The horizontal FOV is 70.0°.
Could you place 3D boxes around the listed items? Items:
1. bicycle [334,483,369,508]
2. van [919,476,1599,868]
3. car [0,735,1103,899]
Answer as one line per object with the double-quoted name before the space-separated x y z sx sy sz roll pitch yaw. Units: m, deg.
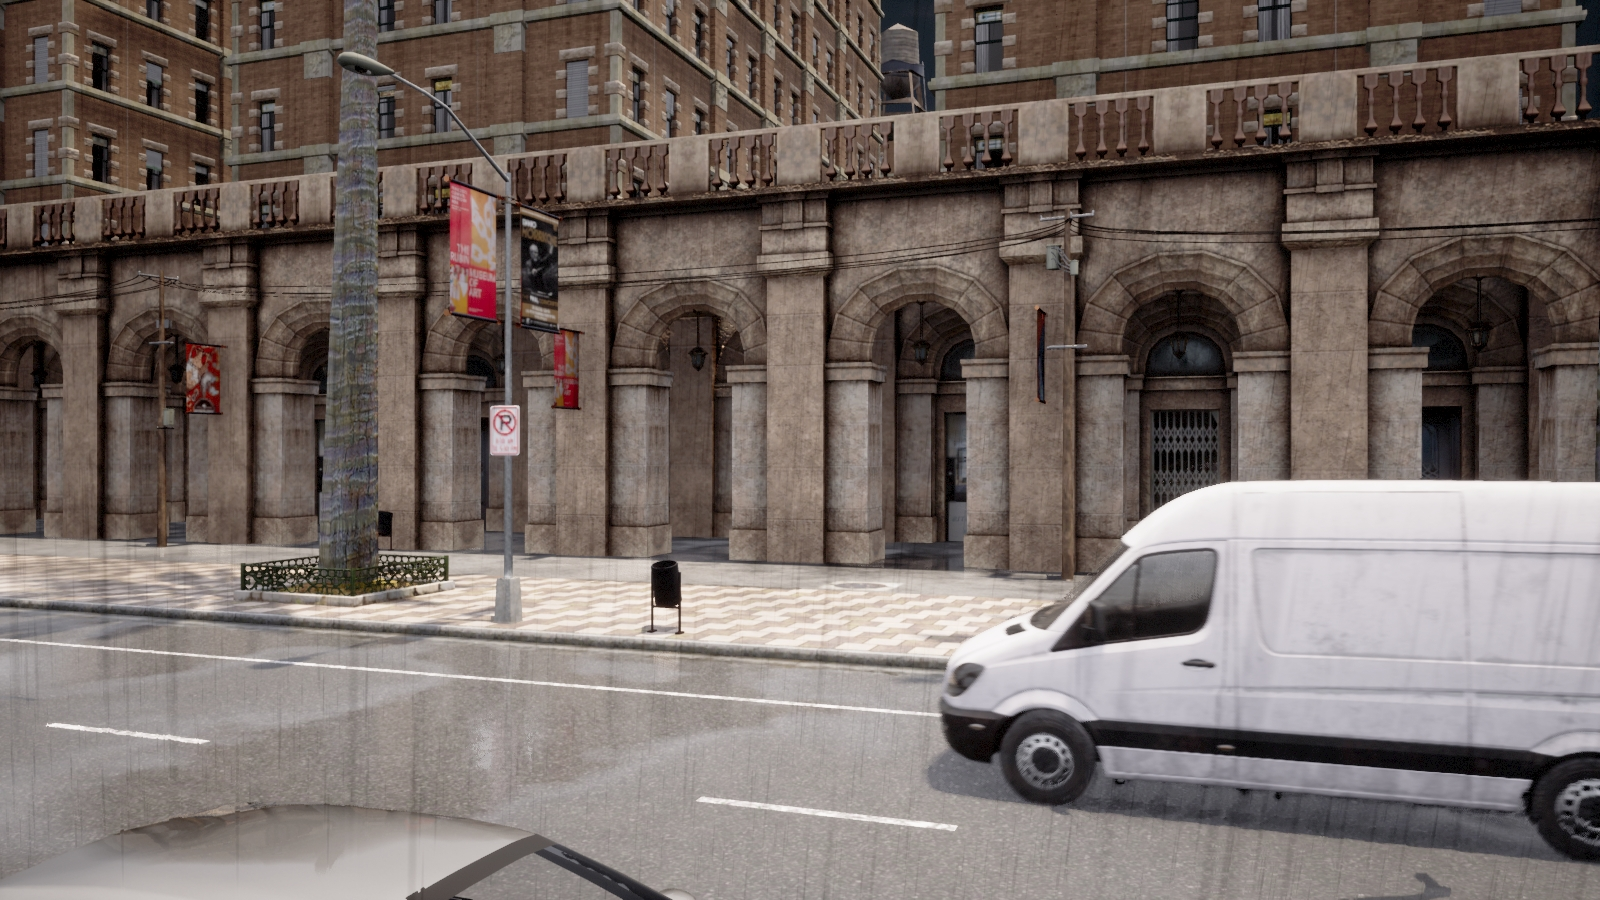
"bicycle" -21.990 2.226 56.031 1.835 1.171 0.329 0 0 19
"van" 4.094 1.535 9.233 5.915 2.561 1.988 0 0 20
"car" -1.248 2.067 3.754 4.193 1.474 1.816 0 0 20
